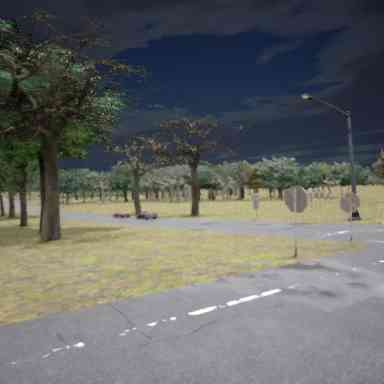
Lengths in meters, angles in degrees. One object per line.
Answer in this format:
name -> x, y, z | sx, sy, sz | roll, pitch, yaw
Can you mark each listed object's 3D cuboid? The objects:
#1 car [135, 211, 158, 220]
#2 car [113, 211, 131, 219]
car -> -7.472, 3.849, 54.728 | 2.033, 1.411, 5.357 | -2, -1, -34
car -> -13.407, 4.340, 63.369 | 1.895, 1.301, 4.718 | -2, -1, -34
